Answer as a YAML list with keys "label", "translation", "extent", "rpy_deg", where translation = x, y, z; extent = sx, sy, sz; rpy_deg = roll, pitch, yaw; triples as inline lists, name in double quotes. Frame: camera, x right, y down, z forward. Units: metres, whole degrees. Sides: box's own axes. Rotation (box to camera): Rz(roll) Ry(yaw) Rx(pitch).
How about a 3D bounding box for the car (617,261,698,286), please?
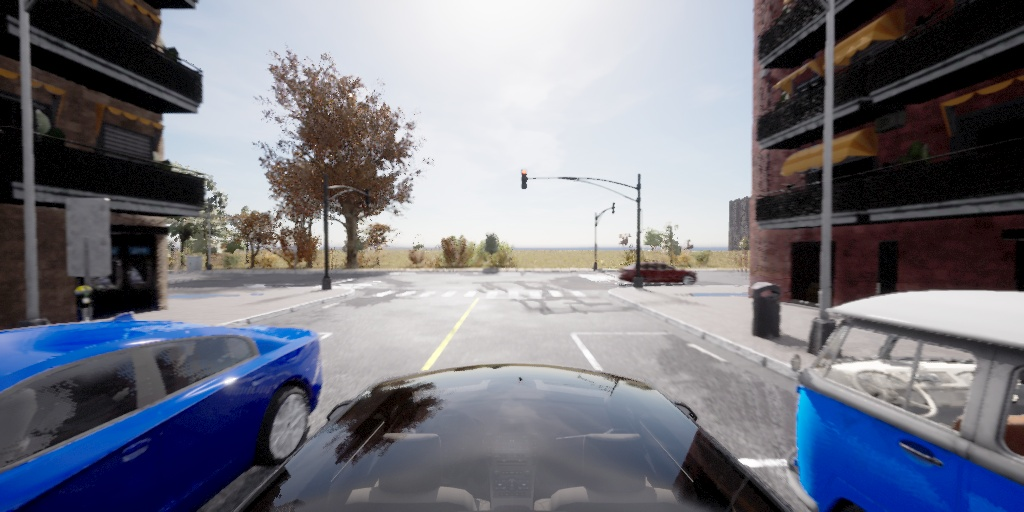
- label: "car"
  translation: [9.449, 1.102, 23.430]
  extent: [5.008, 1.535, 1.882]
  rpy_deg: [0, 1, 0]

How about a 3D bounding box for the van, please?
- label: "van"
  translation: [2.689, 1.099, 0.794]
  extent: [1.690, 1.789, 3.998]
  rpy_deg: [0, 0, 0]

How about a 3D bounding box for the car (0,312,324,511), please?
- label: "car"
  translation: [-3.086, 1.225, 2.030]
  extent: [1.882, 1.535, 5.008]
  rpy_deg: [0, 0, 0]
